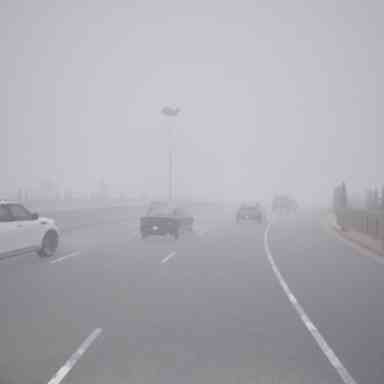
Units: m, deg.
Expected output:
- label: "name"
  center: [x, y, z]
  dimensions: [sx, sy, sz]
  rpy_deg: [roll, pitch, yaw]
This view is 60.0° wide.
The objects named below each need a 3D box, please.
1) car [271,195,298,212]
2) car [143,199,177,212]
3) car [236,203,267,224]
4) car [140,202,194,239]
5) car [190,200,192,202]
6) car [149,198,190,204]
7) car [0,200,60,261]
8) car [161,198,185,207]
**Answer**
- label: "car"
  center: [11.528, 1.420, 41.246]
  dimensions: [2.150, 2.045, 5.566]
  rpy_deg: [0, -1, 30]
- label: "car"
  center: [-3.984, 1.656, 42.092]
  dimensions: [1.882, 1.535, 5.008]
  rpy_deg: [0, -1, 26]
- label: "car"
  center: [4.660, 1.588, 25.858]
  dimensions: [2.128, 1.511, 4.902]
  rpy_deg: [0, 0, 18]
- label: "car"
  center: [-1.206, 1.528, 17.887]
  dimensions: [1.882, 1.535, 5.008]
  rpy_deg: [0, 0, 12]
- label: "car"
  center: [-1.662, 1.777, 53.750]
  dimensions: [1.837, 1.490, 4.892]
  rpy_deg: [0, -1, 31]
- label: "car"
  center: [-2.108, 1.446, 27.655]
  dimensions: [2.097, 1.767, 4.553]
  rpy_deg: [0, 0, 17]
- label: "car"
  center: [-6.143, 1.229, 9.879]
  dimensions: [2.150, 2.045, 5.566]
  rpy_deg: [0, 0, 7]
- label: "car"
  center: [-3.272, 1.824, 57.923]
  dimensions: [1.812, 1.442, 4.674]
  rpy_deg: [0, -1, 30]
